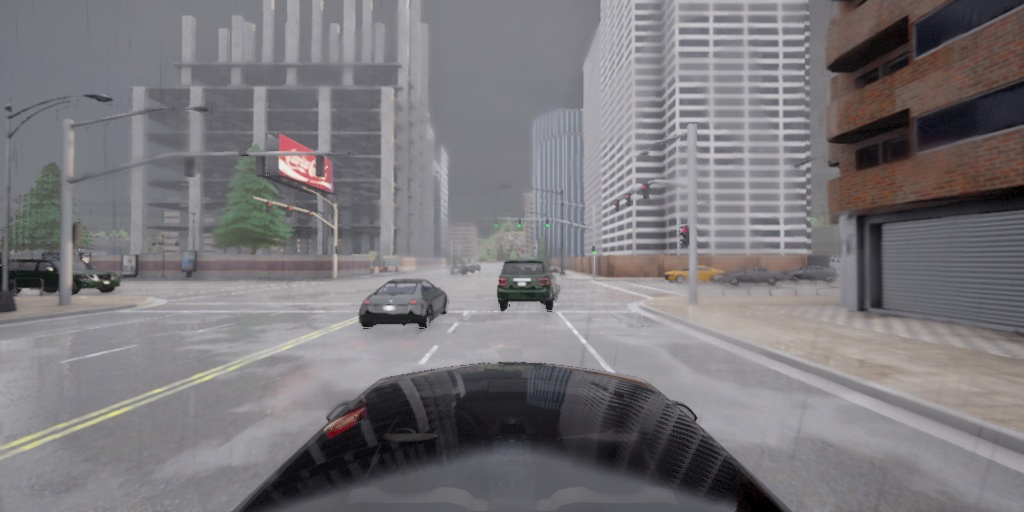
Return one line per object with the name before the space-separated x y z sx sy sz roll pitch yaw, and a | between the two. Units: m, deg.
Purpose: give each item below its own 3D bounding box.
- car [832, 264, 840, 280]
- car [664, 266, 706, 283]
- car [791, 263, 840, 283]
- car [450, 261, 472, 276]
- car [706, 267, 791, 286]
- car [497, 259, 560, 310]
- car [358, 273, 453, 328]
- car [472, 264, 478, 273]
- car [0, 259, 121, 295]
car | 29.029 1.588 28.503 4.902 1.511 2.128 0 -1 0
car | 16.163 1.618 31.969 5.008 1.535 1.882 0 -1 0
car | 26.099 1.633 31.998 4.902 1.511 2.128 0 -1 0
car | -7.031 1.833 47.815 2.128 1.511 4.902 0 -1 0
car | 18.655 1.587 28.478 4.902 1.511 2.128 0 -1 0
car | 0.839 1.154 15.890 2.150 2.045 5.566 -1 -1 10
car | -3.390 1.444 11.918 1.994 1.385 4.181 0 -1 0
car | -7.001 2.023 56.924 1.994 1.385 4.181 0 -1 1
car | -26.645 1.218 21.106 5.566 2.045 2.150 0 -1 -1
